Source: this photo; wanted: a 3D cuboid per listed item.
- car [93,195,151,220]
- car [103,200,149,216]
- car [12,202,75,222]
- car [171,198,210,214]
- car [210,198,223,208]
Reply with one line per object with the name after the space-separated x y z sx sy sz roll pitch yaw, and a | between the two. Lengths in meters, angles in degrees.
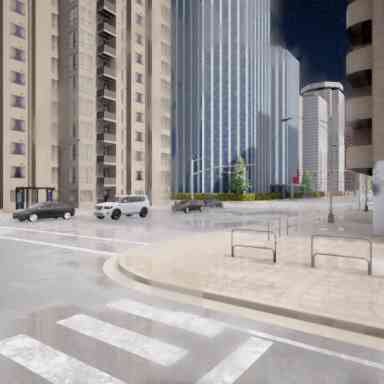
-6.006 1.275 29.174 2.150 2.045 5.566 0 0 35 | car
-6.681 1.579 34.317 1.812 1.442 4.674 0 0 35 | car
-11.862 1.558 26.917 1.837 1.490 4.892 0 0 36 | car
-0.388 1.558 37.242 1.837 1.490 4.892 0 0 35 | car
2.749 1.620 47.777 1.994 1.385 4.181 0 0 35 | car
